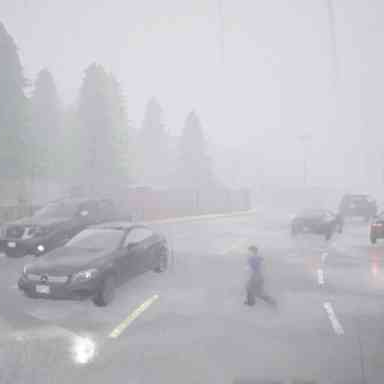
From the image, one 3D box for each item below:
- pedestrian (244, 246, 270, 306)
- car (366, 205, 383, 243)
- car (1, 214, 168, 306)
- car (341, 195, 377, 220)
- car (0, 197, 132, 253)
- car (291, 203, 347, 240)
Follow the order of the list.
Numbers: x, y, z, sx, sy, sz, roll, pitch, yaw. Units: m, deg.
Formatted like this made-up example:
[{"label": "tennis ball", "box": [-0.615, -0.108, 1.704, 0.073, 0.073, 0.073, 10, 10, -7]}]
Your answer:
[{"label": "pedestrian", "box": [1.256, 1.574, 6.413, 0.375, 1.300, 0.375, 0, 0, 14]}, {"label": "car", "box": [9.419, 1.526, 15.334, 1.812, 1.442, 4.674, 0, 0, 34]}, {"label": "car", "box": [-2.049, 1.526, 8.332, 1.812, 1.442, 4.674, 0, 0, 17]}, {"label": "car", "box": [13.619, 1.223, 27.208, 2.150, 2.045, 5.566, 0, 0, 36]}, {"label": "car", "box": [-4.356, 1.221, 12.499, 2.150, 2.045, 5.566, 0, 0, 22]}, {"label": "car", "box": [6.510, 1.525, 17.201, 1.812, 1.442, 4.674, 0, 0, 34]}]
